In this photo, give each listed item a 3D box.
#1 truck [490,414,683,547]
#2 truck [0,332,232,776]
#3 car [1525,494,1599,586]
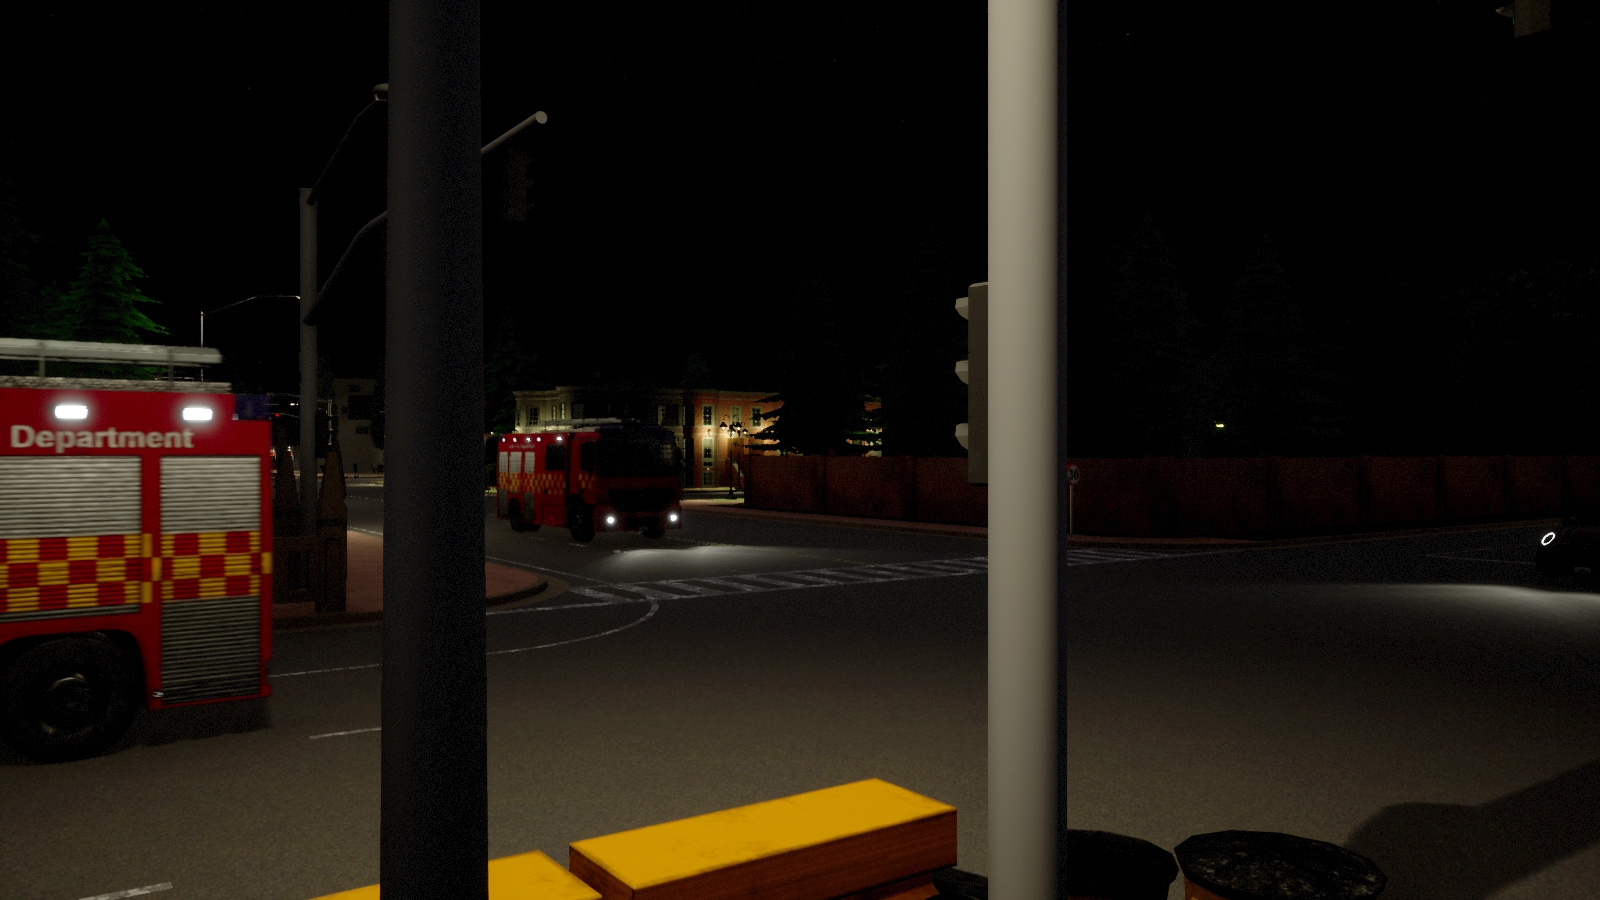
[{"bbox_3d":[-7.164,0.890,37.161,2.891,3.827,8.468,0,0,-35],"label":"truck"},{"bbox_3d":[-9.691,0.891,9.558,8.468,3.827,2.891,0,0,-37],"label":"truck"},{"bbox_3d":[18.010,1.906,24.946,4.553,1.767,2.097,0,0,-35],"label":"car"}]
